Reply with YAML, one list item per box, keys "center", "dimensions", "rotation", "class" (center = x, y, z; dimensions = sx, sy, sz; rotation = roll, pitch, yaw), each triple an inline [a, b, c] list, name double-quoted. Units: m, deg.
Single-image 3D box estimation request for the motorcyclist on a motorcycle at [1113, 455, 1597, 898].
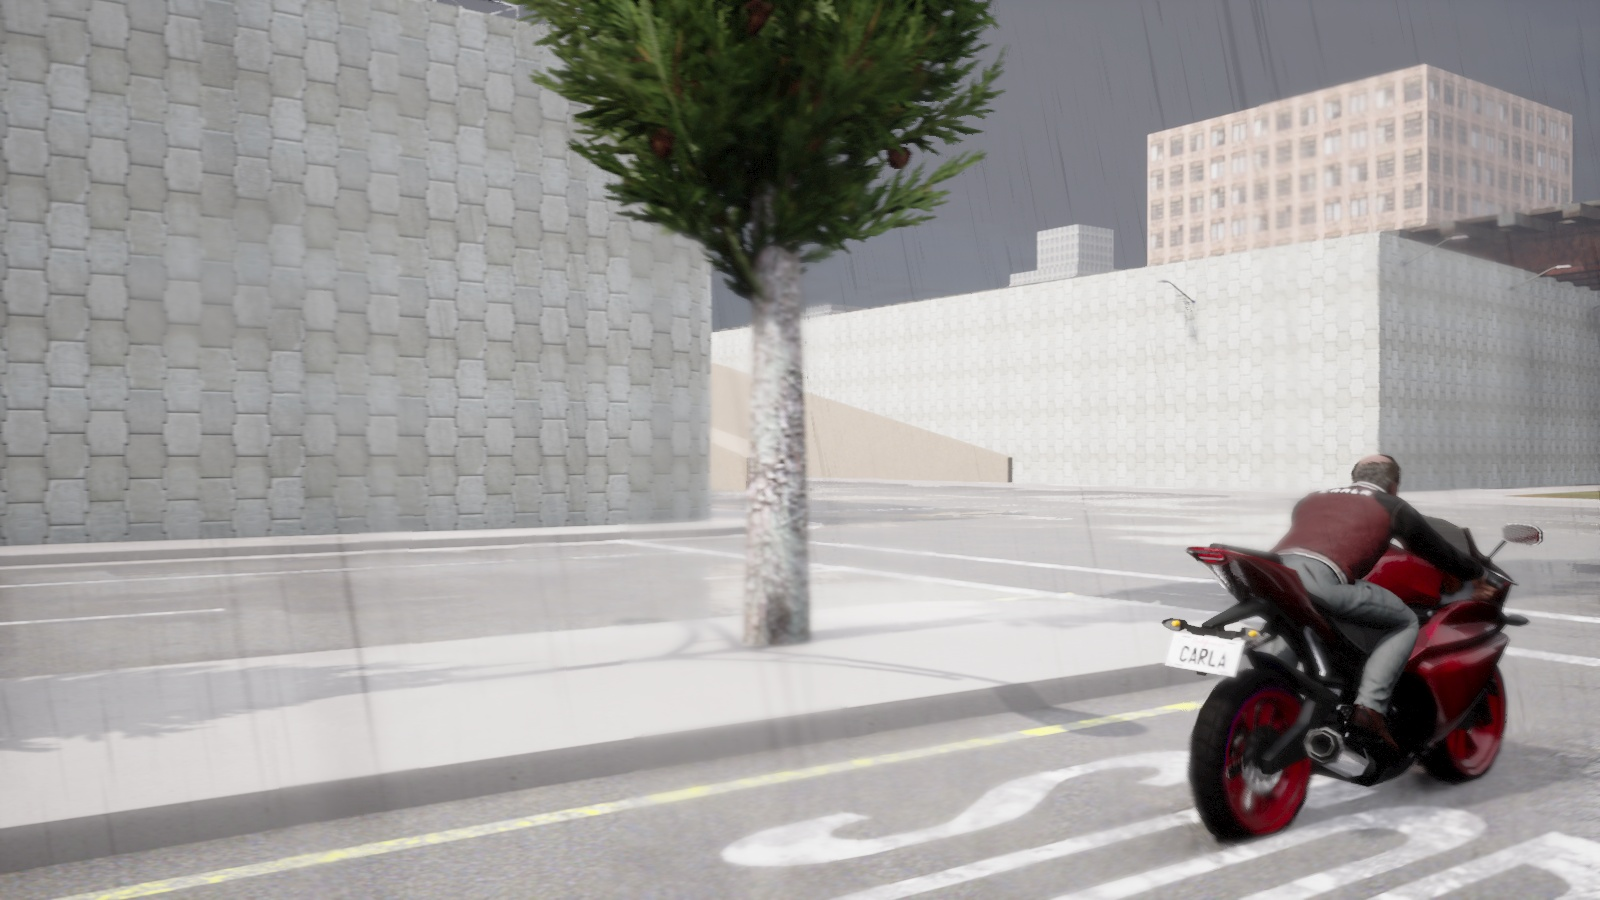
- center: [2.409, 0.788, 5.335]
  dimensions: [2.191, 1.530, 0.866]
  rotation: [0, 0, -35]
  class: "motorcyclist on a motorcycle"
